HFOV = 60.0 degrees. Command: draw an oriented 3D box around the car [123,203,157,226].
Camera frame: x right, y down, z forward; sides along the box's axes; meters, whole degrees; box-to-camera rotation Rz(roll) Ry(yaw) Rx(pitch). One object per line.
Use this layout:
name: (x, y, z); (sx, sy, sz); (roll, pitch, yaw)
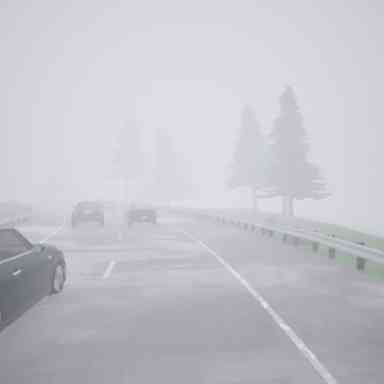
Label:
car: (-3.815, 1.497, 23.963); (1.882, 1.535, 5.008); (0, 0, -17)

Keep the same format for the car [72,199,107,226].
car: (-7.497, 1.389, 23.914); (2.097, 1.767, 4.553); (0, 0, -17)

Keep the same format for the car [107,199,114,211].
car: (-10.889, 1.557, 40.546); (2.163, 1.488, 4.792); (0, 0, -29)

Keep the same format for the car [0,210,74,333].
car: (-3.859, 1.371, 5.849); (2.097, 1.767, 4.553); (0, 0, -4)
